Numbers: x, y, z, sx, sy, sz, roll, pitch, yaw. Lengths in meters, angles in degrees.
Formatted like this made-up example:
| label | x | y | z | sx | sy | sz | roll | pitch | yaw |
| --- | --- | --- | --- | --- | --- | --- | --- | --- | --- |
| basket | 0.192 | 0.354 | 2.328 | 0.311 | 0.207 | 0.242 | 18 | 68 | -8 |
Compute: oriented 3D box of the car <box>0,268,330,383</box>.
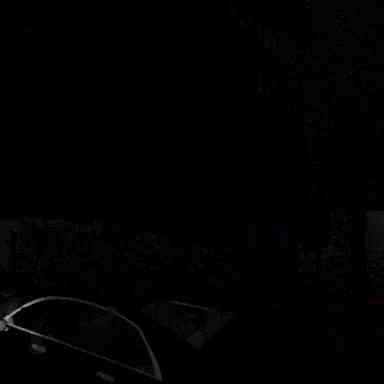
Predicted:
| label | x | y | z | sx | sy | sz | roll | pitch | yaw |
| --- | --- | --- | --- | --- | --- | --- | --- | --- | --- |
| car | -0.884 | 1.576 | 3.596 | 4.403 | 1.369 | 2.008 | -1 | 0 | 36 |
